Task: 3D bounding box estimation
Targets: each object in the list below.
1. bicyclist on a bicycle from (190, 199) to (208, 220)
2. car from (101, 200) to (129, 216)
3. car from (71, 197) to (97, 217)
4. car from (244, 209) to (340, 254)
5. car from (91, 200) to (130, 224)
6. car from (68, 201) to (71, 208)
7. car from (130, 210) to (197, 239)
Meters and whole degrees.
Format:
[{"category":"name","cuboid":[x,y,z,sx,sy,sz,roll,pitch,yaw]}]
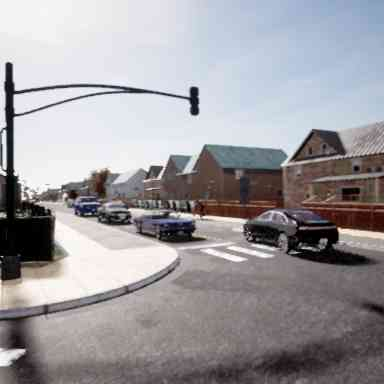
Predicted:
[{"category":"bicyclist on a bicycle","cuboid":[0.585,1.372,26.250,1.656,1.620,0.582,-1,0,-28]},{"category":"car","cuboid":[-8.875,1.766,37.837,1.882,1.535,5.008,-1,-1,-28]},{"category":"car","cuboid":[-11.238,1.526,36.014,2.150,2.045,5.566,-1,-1,-28]},{"category":"car","cuboid":[3.726,1.436,13.414,2.128,1.511,4.902,0,-1,-16]},{"category":"car","cuboid":[-6.274,1.655,26.666,2.128,1.511,4.902,-1,0,-28]},{"category":"car","cuboid":[-22.374,2.269,63.221,2.033,1.411,5.357,-1,-1,-28]},{"category":"car","cuboid":[-1.545,1.640,17.741,1.895,1.301,4.718,-1,0,-27]}]
